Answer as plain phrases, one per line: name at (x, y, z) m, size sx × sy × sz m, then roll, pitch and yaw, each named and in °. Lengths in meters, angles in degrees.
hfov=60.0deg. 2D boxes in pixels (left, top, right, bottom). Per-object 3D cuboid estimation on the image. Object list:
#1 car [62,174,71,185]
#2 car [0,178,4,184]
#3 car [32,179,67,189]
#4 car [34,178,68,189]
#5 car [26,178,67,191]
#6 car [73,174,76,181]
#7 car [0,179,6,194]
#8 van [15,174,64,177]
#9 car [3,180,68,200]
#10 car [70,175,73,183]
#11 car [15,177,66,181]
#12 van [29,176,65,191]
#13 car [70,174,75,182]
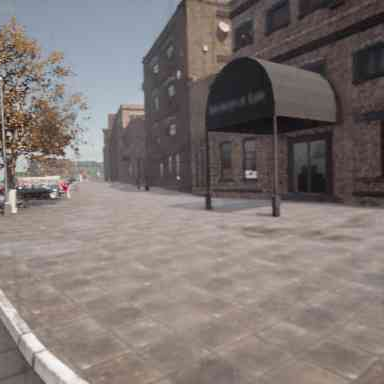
car at (-17.590, -0.767, 39.150) m, size 5.566 × 2.045 × 2.435 m, roll -2°, pitch 4°, yaw -21°
car at (-45.901, -2.527, 77.479) m, size 2.002 × 1.452 × 4.674 m, roll -2°, pitch 3°, yaw -11°
car at (-22.131, -1.262, 51.873) m, size 4.674 × 1.452 × 2.002 m, roll -2°, pitch 4°, yaw -18°
car at (-22.997, -1.440, 54.457) m, size 4.792 × 1.488 × 2.163 m, roll -2°, pitch 4°, yaw -17°
car at (-21.450, -1.133, 49.226) m, size 5.366 × 1.575 × 1.946 m, roll -2°, pitch 4°, yaw -18°
car at (-27.471, -2.775, 70.301) m, size 5.566 × 2.045 × 2.435 m, roll -2°, pitch 4°, yaw -13°
car at (-22.633, -0.359, 38.904) m, size 1.812 × 1.442 × 4.674 m, roll -2°, pitch 4°, yaw -20°
van at (-16.736, -0.588, 36.543) m, size 4.442 × 1.987 × 1.878 m, roll -3°, pitch 4°, yaw -21°
car at (-14.653, -0.070, 31.460) m, size 4.892 × 1.521 × 2.231 m, roll -3°, pitch 4°, yaw -21°
car at (-24.566, -1.815, 59.675) m, size 4.892 × 1.521 × 2.231 m, roll -2°, pitch 4°, yaw -16°
car at (-15.608, -0.345, 34.033) m, size 4.553 × 1.767 × 2.185 m, roll -3°, pitch 4°, yaw -21°
van at (-20.279, -1.204, 46.729) m, size 4.442 × 1.987 × 1.878 m, roll -2°, pitch 4°, yaw -19°
car at (-26.103, -2.150, 65.038) m, size 4.792 × 1.488 × 2.163 m, roll -2°, pitch 4°, yaw -14°
